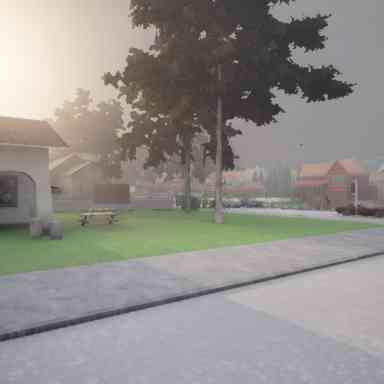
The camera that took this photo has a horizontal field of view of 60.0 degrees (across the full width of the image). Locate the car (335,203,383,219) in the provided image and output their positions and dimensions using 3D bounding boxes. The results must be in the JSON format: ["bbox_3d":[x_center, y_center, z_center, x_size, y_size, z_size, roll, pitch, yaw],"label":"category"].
[{"bbox_3d":[15.209,1.601,29.042,1.895,1.301,4.718,0,0,-35],"label":"car"}]

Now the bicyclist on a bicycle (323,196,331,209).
[{"bbox_3d":[16.758,1.349,41.316,1.656,1.620,0.582,0,0,-36],"label":"bicyclist on a bicycle"}]

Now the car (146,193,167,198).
[{"bbox_3d":[-7.012,1.493,60.169,1.882,1.535,5.008,0,0,-36],"label":"car"}]

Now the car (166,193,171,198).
[{"bbox_3d":[-6.245,1.221,66.110,2.150,2.045,5.566,0,0,-36],"label":"car"}]

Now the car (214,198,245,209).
[{"bbox_3d":[4.514,1.564,43.968,1.994,1.385,4.181,0,0,-36],"label":"car"}]

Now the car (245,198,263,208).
[{"bbox_3d":[7.530,1.547,46.963,2.033,1.411,5.357,0,0,-36],"label":"car"}]
